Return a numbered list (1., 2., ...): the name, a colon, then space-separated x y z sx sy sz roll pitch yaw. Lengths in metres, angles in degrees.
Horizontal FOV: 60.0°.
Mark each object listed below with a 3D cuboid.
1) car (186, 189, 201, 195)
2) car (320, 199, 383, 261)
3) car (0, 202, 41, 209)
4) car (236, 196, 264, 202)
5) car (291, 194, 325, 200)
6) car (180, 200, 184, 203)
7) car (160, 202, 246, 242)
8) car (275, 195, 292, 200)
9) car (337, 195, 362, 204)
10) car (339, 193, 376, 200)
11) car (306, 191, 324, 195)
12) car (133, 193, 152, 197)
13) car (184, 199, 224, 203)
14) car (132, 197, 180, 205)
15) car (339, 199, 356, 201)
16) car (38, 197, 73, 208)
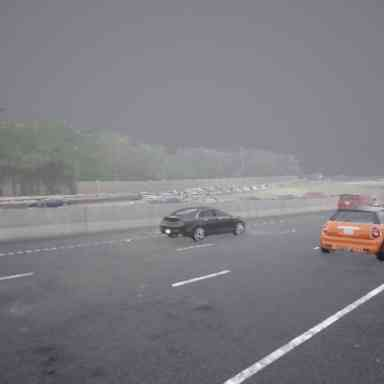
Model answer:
1. car: 0.030 0.114 67.269 1.882 1.535 5.008 0 3 31
2. car: 6.648 1.324 12.362 4.553 1.767 2.097 0 0 -44
3. car: -11.463 1.474 19.278 4.181 1.385 1.994 0 0 -44
4. car: 7.331 1.343 42.608 4.892 1.490 1.837 -1 1 -45
5. car: 16.234 1.383 46.457 4.718 1.301 1.895 -1 1 -44
6. car: -2.720 1.415 37.627 5.357 1.411 2.033 0 0 -44
7. car: 0.694 1.452 16.193 4.892 1.490 1.837 0 0 -44
8. car: 15.933 1.251 55.930 5.357 1.411 2.033 -1 1 -45
9. car: 27.140 1.218 57.213 5.357 1.411 2.033 0 1 -44
10. car: 15.290 1.133 30.540 2.150 2.045 5.566 0 1 45
11. car: 20.030 0.919 55.104 5.566 2.045 2.150 -1 1 -44
12. car: -7.773 0.814 53.615 1.994 1.385 4.181 1 2 29
13. car: 1.828 1.422 32.283 4.674 1.442 1.812 0 0 -44
14. car: -4.023 1.433 31.447 5.357 1.411 2.033 0 0 -44
15. car: 11.565 1.443 21.948 4.902 1.511 2.128 0 0 -44
16. car: -15.888 1.297 37.537 1.895 1.301 4.718 1 1 25
